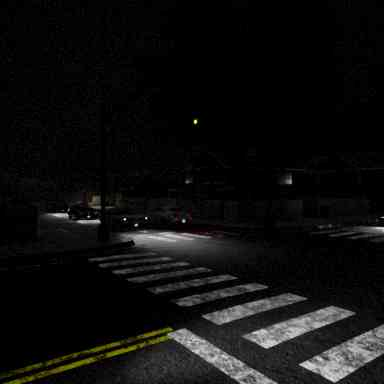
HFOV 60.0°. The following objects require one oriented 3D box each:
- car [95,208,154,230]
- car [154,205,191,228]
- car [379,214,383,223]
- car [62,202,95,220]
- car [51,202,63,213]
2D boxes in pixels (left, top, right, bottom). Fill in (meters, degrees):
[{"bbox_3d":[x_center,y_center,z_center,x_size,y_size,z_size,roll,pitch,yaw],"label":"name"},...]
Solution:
[{"bbox_3d":[-4.704,1.769,22.591,1.895,1.301,4.718,0,0,-34],"label":"car"},{"bbox_3d":[-1.835,1.682,23.605,1.812,1.442,4.674,0,0,-34],"label":"car"},{"bbox_3d":[14.570,1.511,22.078,5.357,1.411,2.033,0,0,-36],"label":"car"},{"bbox_3d":[-10.399,1.788,31.383,2.033,1.411,5.357,0,0,-31],"label":"car"},{"bbox_3d":[-16.621,1.927,42.152,1.895,1.301,4.718,0,0,-28],"label":"car"}]
